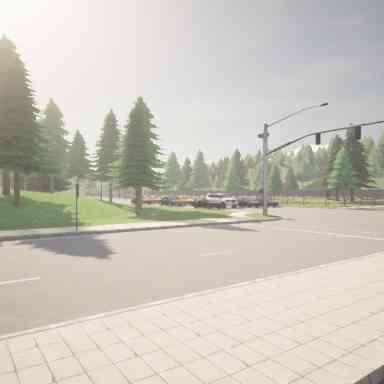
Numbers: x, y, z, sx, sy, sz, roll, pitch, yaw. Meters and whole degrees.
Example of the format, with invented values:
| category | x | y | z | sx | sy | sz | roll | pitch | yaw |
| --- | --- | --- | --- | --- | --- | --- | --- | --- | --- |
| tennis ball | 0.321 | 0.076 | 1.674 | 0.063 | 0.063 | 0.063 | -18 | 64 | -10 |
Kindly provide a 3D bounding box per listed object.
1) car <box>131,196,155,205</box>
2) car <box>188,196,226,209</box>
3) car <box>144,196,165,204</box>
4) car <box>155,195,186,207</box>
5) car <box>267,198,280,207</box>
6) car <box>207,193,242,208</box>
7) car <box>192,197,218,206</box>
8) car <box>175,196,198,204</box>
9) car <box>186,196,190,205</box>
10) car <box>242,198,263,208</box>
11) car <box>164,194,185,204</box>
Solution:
| category | x | y | z | sx | sy | sz | roll | pitch | yaw |
| --- | --- | --- | --- | --- | --- | --- | --- | --- | --- |
| car | -9.290 | 1.547 | 60.302 | 2.033 | 1.411 | 5.357 | 0 | 0 | -36 |
| car | 1.931 | 1.601 | 44.296 | 1.895 | 1.301 | 4.718 | 0 | 0 | -35 |
| car | -7.156 | 1.478 | 63.376 | 1.882 | 1.535 | 5.008 | 0 | 0 | -35 |
| car | -3.424 | 1.505 | 51.919 | 1.837 | 1.490 | 4.892 | 0 | 0 | -35 |
| car | 10.604 | 1.547 | 50.230 | 2.033 | 1.411 | 5.357 | 0 | 0 | -35 |
| car | 4.118 | 1.221 | 47.285 | 2.150 | 2.045 | 5.566 | 0 | 0 | -34 |
| car | 2.167 | 1.601 | 56.149 | 1.895 | 1.301 | 4.718 | 0 | 0 | -35 |
| car | -1.143 | 1.547 | 67.047 | 2.033 | 1.411 | 5.357 | 0 | 0 | -34 |
| car | -1.492 | 1.478 | 55.262 | 1.882 | 1.535 | 5.008 | 0 | 0 | -35 |
| car | 7.677 | 1.547 | 48.301 | 2.033 | 1.411 | 5.357 | 0 | 0 | -35 |
| car | -3.404 | 1.352 | 64.131 | 2.097 | 1.767 | 4.553 | 0 | 0 | -35 |
